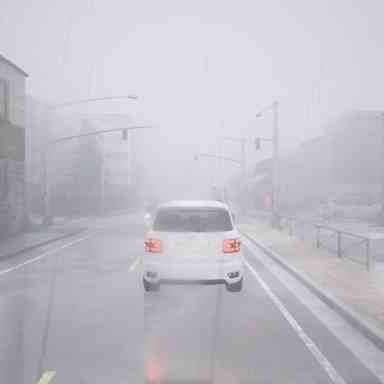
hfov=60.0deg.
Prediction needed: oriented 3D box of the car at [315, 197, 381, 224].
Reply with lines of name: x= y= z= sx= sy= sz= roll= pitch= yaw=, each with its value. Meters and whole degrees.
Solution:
car: x=12.699 y=1.396 z=26.409 sx=5.566 sy=2.045 sz=2.150 roll=0 pitch=0 yaw=-1

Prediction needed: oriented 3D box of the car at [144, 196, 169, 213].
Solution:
car: x=-3.959 y=1.353 z=37.769 sx=2.097 sy=1.767 sz=4.553 roll=0 pitch=0 yaw=4

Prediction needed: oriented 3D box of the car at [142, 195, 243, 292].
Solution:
car: x=0.035 y=1.221 z=9.080 sx=2.150 sy=2.045 sz=5.566 roll=0 pitch=0 yaw=1

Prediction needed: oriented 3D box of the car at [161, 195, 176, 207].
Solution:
car: x=-3.698 y=1.351 z=52.792 sx=2.097 sy=1.767 sz=4.553 roll=0 pitch=0 yaw=0

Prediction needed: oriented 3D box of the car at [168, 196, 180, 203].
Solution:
car: x=-3.643 y=1.515 z=68.503 sx=2.128 sy=1.511 sz=4.902 roll=0 pitch=0 yaw=0
